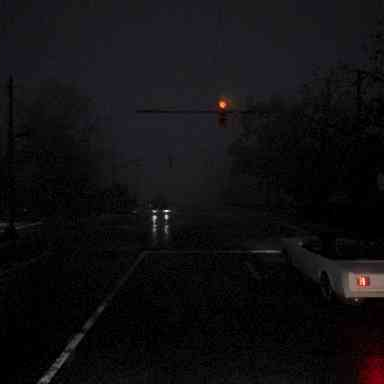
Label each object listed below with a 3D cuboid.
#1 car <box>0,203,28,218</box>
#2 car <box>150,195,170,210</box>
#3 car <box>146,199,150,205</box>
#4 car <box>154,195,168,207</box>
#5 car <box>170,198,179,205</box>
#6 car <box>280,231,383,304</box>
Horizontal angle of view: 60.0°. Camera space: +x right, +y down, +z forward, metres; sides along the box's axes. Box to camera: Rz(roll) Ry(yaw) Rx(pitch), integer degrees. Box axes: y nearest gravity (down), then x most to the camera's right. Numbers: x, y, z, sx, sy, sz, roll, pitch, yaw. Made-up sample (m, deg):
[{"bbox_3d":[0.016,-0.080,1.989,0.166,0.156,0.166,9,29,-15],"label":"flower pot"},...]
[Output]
[{"bbox_3d":[-17.112,1.651,30.016,4.181,1.385,1.994,-1,0,-2],"label":"car"},{"bbox_3d":[-4.103,1.579,43.523,1.837,1.490,4.892,0,0,-3],"label":"car"},{"bbox_3d":[-9.211,2.259,75.452,1.994,1.385,4.181,0,-1,-16],"label":"car"},{"bbox_3d":[-5.689,1.575,59.759,2.150,2.045,5.566,0,-1,-9],"label":"car"},{"bbox_3d":[-4.994,2.126,73.582,1.882,1.535,5.008,0,-1,-19],"label":"car"},{"bbox_3d":[3.594,1.601,8.107,1.895,1.301,4.718,0,0,0],"label":"car"}]
